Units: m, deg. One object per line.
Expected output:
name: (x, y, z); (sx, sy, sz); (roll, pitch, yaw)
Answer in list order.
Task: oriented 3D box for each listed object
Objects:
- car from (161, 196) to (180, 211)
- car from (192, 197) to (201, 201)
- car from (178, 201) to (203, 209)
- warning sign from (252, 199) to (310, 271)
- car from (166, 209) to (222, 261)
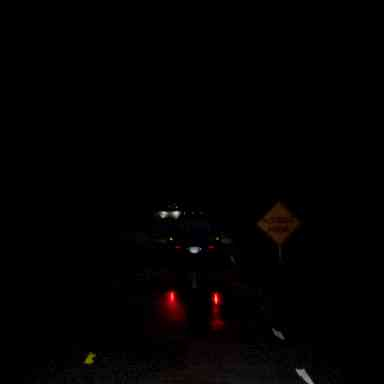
car: (-2.853, 1.510, 44.917); (2.150, 2.045, 5.566); (0, -1, 0)
car: (0.943, 2.120, 79.286); (2.150, 2.045, 5.566); (0, -1, 0)
car: (0.075, 1.719, 28.742); (1.895, 1.301, 4.718); (0, 0, 0)
warning sign: (2.428, 1.145, 9.259); (1.300, 1.860, 1.060); (-1, -1, 0)
car: (0.071, 1.564, 12.278); (1.812, 1.442, 4.674); (0, 0, 0)
